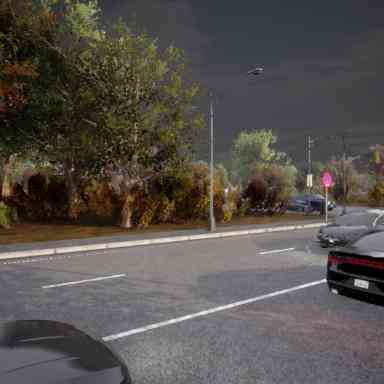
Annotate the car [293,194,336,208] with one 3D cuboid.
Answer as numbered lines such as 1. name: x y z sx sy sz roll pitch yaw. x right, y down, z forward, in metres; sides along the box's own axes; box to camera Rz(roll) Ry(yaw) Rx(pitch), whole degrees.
1. car: 14.720 1.221 40.663 2.150 2.045 5.566 0 0 -31

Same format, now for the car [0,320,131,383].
1. car: -2.697 1.505 1.815 4.892 1.490 1.837 0 0 -36

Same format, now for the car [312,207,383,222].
1. car: 6.967 1.505 13.301 4.892 1.490 1.837 0 0 -36

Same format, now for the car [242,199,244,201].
1. car: 7.591 1.522 45.319 1.812 1.442 4.674 0 0 -32

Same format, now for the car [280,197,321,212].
1. car: 12.118 1.564 38.193 1.994 1.385 4.181 0 0 -32

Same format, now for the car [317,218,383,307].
1. car: 5.022 1.478 7.349 5.008 1.535 1.882 0 0 -36
